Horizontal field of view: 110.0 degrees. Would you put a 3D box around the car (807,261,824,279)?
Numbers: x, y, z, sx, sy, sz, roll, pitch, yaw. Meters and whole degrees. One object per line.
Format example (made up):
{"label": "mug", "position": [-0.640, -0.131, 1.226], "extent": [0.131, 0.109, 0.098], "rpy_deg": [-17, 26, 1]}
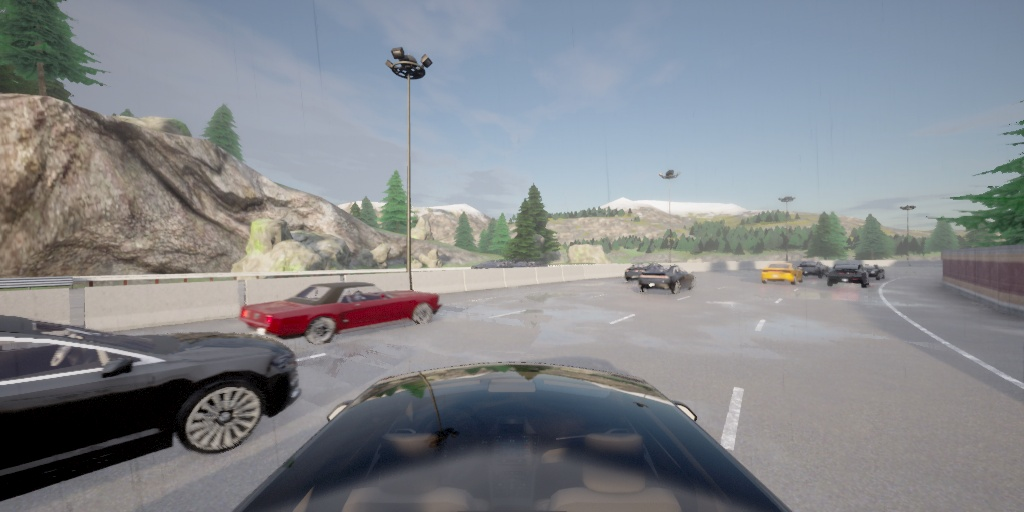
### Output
{"label": "car", "position": [27.817, 1.241, 33.110], "extent": [4.902, 1.511, 2.128], "rpy_deg": [0, 0, -39]}

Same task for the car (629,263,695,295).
{"label": "car", "position": [8.677, 1.243, 19.931], "extent": [2.128, 1.511, 4.902], "rpy_deg": [0, 0, 42]}

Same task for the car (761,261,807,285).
{"label": "car", "position": [19.846, 1.228, 26.269], "extent": [5.008, 1.535, 1.882], "rpy_deg": [0, 0, -43]}

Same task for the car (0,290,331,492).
{"label": "car", "position": [-4.454, 1.241, 2.878], "extent": [2.128, 1.511, 4.902], "rpy_deg": [0, 0, 33]}

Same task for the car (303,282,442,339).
{"label": "car", "position": [-4.164, 1.351, 9.595], "extent": [1.895, 1.301, 4.718], "rpy_deg": [0, 0, 36]}

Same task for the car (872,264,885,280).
{"label": "car", "position": [30.489, 1.351, 30.791], "extent": [4.718, 1.301, 1.895], "rpy_deg": [0, 0, -39]}

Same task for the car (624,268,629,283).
{"label": "car", "position": [10.083, 1.242, 26.555], "extent": [2.128, 1.511, 4.902], "rpy_deg": [0, 0, 44]}

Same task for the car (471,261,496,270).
{"label": "car", "position": [-1.230, 1.241, 35.271], "extent": [2.128, 1.511, 4.902], "rpy_deg": [0, 0, 44]}

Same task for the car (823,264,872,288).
{"label": "car", "position": [22.525, 1.255, 23.985], "extent": [4.892, 1.490, 1.837], "rpy_deg": [0, 0, -43]}

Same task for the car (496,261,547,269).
{"label": "car", "position": [1.290, 1.241, 32.846], "extent": [2.128, 1.511, 4.902], "rpy_deg": [0, 0, 44]}
